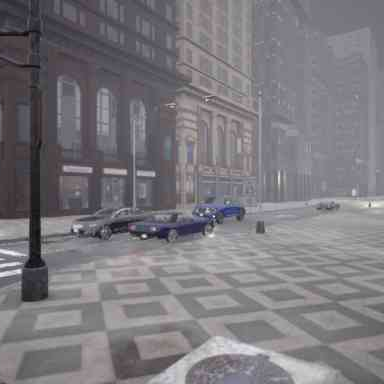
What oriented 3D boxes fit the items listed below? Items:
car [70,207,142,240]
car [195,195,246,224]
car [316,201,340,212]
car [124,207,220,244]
[{"bbox_3d":[-3.995,1.533,17.409,2.128,1.511,4.902,0,0,34],"label":"car"},{"bbox_3d":[2.253,1.295,26.135,2.150,2.045,5.566,0,0,35],"label":"car"},{"bbox_3d":[16.895,1.726,41.102,1.895,1.301,4.718,0,0,36],"label":"car"},{"bbox_3d":[-0.801,1.640,16.359,1.895,1.301,4.718,0,0,36],"label":"car"}]
